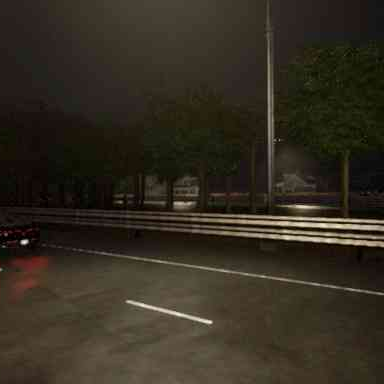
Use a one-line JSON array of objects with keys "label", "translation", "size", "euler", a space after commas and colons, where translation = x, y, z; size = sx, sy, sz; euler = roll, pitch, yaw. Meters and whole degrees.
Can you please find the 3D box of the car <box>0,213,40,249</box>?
[{"label": "car", "translation": [-8.303, 1.635, 13.847], "size": [4.892, 1.490, 1.837], "euler": [0, 0, 34]}]
